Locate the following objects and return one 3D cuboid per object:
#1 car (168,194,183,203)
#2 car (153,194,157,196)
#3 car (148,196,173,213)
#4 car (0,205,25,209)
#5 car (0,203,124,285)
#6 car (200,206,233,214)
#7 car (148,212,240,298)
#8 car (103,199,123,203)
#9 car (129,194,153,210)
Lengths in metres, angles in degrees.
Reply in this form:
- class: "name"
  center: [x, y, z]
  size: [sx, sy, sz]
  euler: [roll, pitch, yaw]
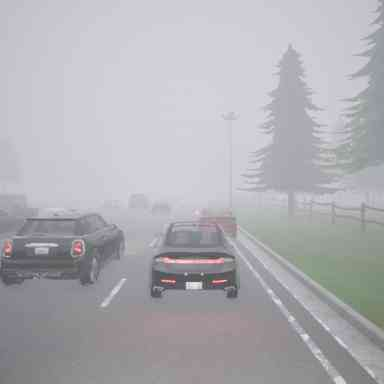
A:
- class: "car"
  center: [-3.360, 1.601, 67.787]
  size: [1.895, 1.301, 4.718]
  euler: [0, 0, 0]
- class: "car"
  center: [-10.445, 1.595, 90.938]
  size: [1.895, 1.301, 4.718]
  euler: [0, 0, 0]
- class: "car"
  center: [-3.391, 1.525, 36.993]
  size: [1.812, 1.442, 4.674]
  euler: [0, 0, 0]
- class: "car"
  center: [-10.388, 1.564, 17.030]
  size: [1.994, 1.385, 4.181]
  euler: [0, 0, 0]
- class: "car"
  center: [-3.393, 1.352, 9.647]
  size: [2.097, 1.767, 4.553]
  euler: [0, 0, 0]
- class: "car"
  center: [1.236, 1.478, 17.821]
  size: [1.882, 1.535, 5.008]
  euler: [0, 0, 0]
- class: "car"
  center: [0.057, 1.492, 8.480]
  size: [2.128, 1.511, 4.902]
  euler: [0, 0, 0]
- class: "car"
  center: [-10.374, 1.601, 43.446]
  size: [1.895, 1.301, 4.718]
  euler: [0, 0, 0]
- class: "car"
  center: [-6.873, 1.221, 43.658]
  size: [2.150, 2.045, 5.566]
  euler: [0, 0, 0]
